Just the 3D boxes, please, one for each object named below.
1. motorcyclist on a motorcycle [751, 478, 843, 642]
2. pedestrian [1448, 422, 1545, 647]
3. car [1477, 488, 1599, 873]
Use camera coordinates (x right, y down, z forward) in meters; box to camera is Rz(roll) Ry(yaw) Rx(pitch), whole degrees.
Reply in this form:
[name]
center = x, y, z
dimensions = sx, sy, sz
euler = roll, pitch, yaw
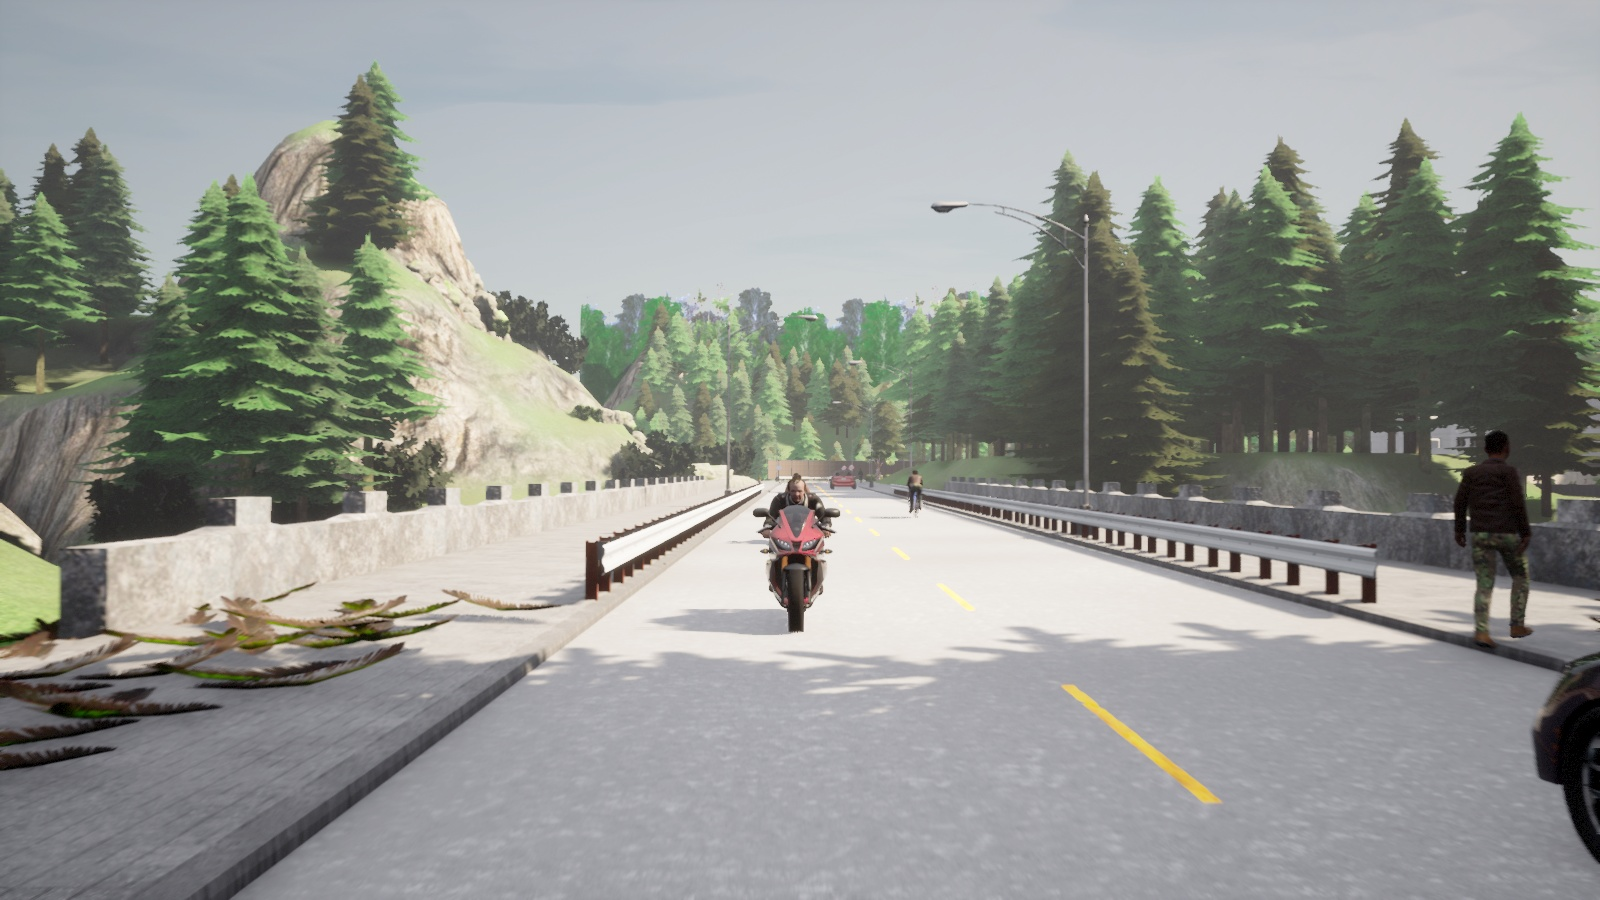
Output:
[motorcyclist on a motorcycle]
center = -0.027, 1.067, 12.996
dimensions = 0.866, 1.530, 2.191
euler = 0, -1, 0
[pedestrian]
center = 5.914, 0.695, 10.663
dimensions = 0.703, 1.840, 0.431
euler = 0, -1, -34
[car]
center = 3.994, 0.873, 3.608
dimensions = 1.816, 1.474, 4.193
euler = 0, -1, 0
